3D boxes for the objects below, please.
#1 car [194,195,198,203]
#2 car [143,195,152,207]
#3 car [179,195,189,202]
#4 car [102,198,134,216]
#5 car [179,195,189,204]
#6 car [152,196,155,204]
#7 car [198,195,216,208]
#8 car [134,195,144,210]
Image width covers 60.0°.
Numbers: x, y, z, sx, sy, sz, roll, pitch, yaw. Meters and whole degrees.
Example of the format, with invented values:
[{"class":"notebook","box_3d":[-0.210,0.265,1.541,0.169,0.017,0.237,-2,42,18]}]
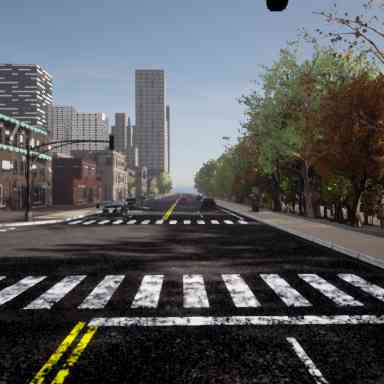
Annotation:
[{"class":"car","box_3d":[1.539,1.473,71.353,1.837,1.490,4.892,0,0,-1]},{"class":"car","box_3d":[-7.843,1.334,51.727,2.097,1.767,4.553,0,0,-1]},{"class":"car","box_3d":[-1.771,1.343,72.760,2.033,1.411,5.357,0,0,-1]},{"class":"car","box_3d":[-7.380,1.481,32.474,2.128,1.511,4.902,0,0,-1]},{"class":"car","box_3d":[-1.527,1.540,62.760,1.994,1.385,4.181,0,0,-1]},{"class":"car","box_3d":[-8.062,1.468,62.670,2.128,1.511,4.902,0,0,-1]},{"class":"car","box_3d":[2.223,1.461,46.543,1.882,1.535,5.008,0,0,-1]},{"class":"car","box_3d":[-7.607,1.490,42.032,1.837,1.490,4.892,0,0,-1]}]
